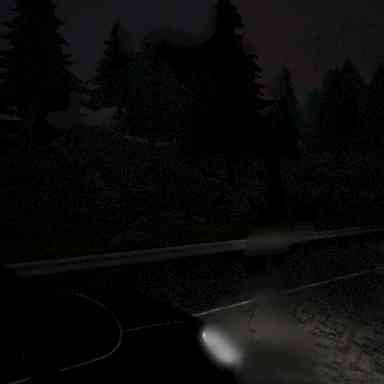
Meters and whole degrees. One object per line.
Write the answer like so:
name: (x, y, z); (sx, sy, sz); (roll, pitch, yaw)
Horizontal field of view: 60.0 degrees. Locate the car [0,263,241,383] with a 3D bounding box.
car: (-1.759, 1.352, 2.436); (4.553, 1.767, 2.097); (0, 0, -36)
